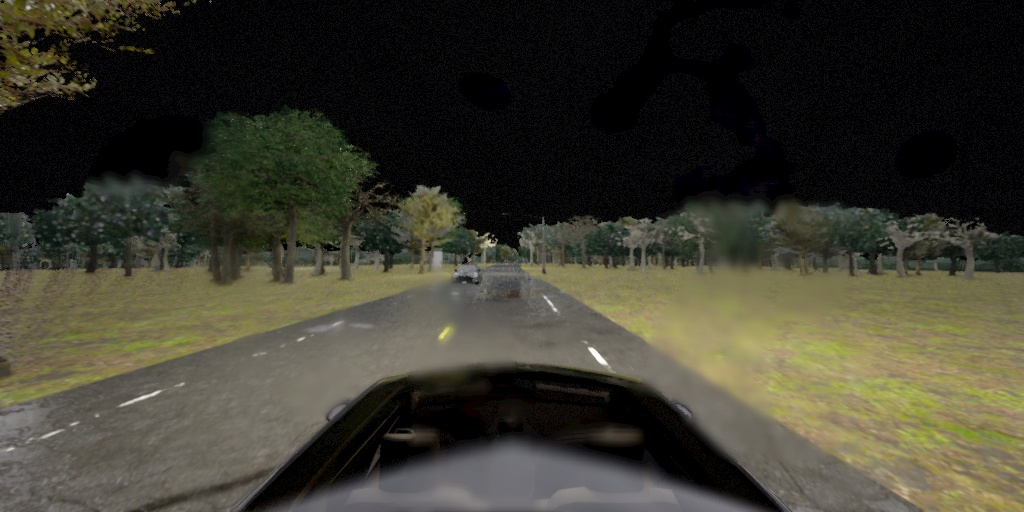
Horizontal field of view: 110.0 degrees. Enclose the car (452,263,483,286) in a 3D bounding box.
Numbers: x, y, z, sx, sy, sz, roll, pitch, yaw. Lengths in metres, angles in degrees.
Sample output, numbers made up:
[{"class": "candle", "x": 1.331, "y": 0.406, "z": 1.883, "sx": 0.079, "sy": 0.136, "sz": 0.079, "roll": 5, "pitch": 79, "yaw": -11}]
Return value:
[{"class": "car", "x": -3.603, "y": 1.469, "z": 29.627, "sx": 2.097, "sy": 1.767, "sz": 4.553, "roll": 0, "pitch": -1, "yaw": 0}]
